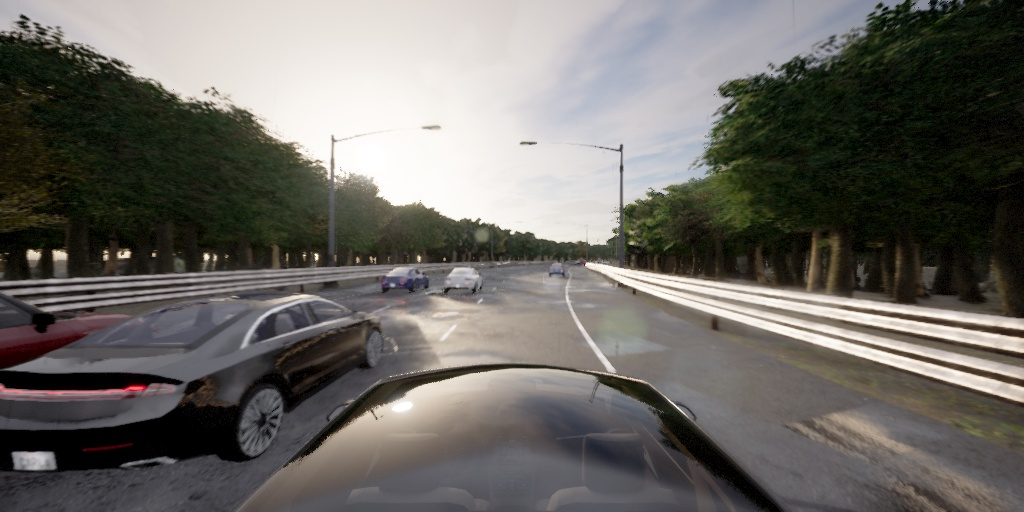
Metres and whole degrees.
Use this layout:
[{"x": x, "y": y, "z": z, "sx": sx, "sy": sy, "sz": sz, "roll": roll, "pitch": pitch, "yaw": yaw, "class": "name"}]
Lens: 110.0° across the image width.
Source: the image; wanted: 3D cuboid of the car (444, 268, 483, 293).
[{"x": -2.898, "y": 1.440, "z": 22.051, "sx": 1.812, "sy": 1.442, "sz": 4.674, "roll": 0, "pitch": -1, "yaw": 3, "class": "car"}]

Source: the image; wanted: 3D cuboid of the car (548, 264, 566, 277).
[{"x": 5.189, "y": 1.669, "z": 41.503, "sx": 2.033, "sy": 1.411, "sz": 5.357, "roll": 0, "pitch": -1, "yaw": 8, "class": "car"}]

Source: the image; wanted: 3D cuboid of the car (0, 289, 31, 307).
[{"x": -6.864, "y": 1.091, "z": 4.086, "sx": 2.097, "sy": 1.767, "sz": 4.553, "roll": 0, "pitch": 0, "yaw": 0, "class": "car"}]

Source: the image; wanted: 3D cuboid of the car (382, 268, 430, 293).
[{"x": -6.396, "y": 1.423, "z": 21.846, "sx": 1.812, "sy": 1.442, "sz": 4.674, "roll": 0, "pitch": -1, "yaw": 3, "class": "car"}]

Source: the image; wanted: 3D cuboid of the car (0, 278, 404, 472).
[{"x": -3.366, "y": 1.254, "z": 4.962, "sx": 2.128, "sy": 1.511, "sz": 4.902, "roll": 0, "pitch": 0, "yaw": 0, "class": "car"}]
